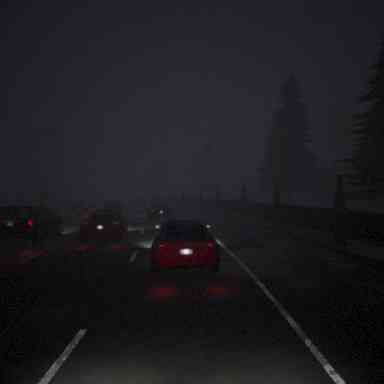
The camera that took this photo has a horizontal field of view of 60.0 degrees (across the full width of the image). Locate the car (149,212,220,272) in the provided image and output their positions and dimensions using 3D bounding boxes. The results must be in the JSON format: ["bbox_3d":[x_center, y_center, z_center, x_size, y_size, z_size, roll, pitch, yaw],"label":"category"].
[{"bbox_3d":[-0.282,1.570,10.900,1.994,1.385,4.181,0,0,-4],"label":"car"}]

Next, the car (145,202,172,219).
[{"bbox_3d":[-2.871,1.579,28.442,1.994,1.385,4.181,0,0,-12],"label":"car"}]

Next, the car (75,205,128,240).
[{"bbox_3d":[-4.402,1.573,17.104,1.994,1.385,4.181,0,0,-6],"label":"car"}]

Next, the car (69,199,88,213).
[{"bbox_3d":[-12.652,1.545,37.299,1.812,1.442,4.674,0,0,-19],"label":"car"}]

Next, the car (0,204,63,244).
[{"bbox_3d":[-7.794,1.359,15.966,2.097,1.767,4.553,0,0,-6],"label":"car"}]

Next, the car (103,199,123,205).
[{"bbox_3d":[-8.672,1.496,36.393,1.882,1.535,5.008,0,0,-17],"label":"car"}]
